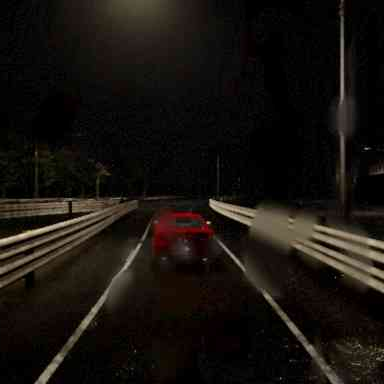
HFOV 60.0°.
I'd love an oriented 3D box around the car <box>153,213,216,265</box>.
[{"bbox_3d":[-0.316,1.487,11.826,1.882,1.535,5.008,0,0,-3],"label":"car"}]
